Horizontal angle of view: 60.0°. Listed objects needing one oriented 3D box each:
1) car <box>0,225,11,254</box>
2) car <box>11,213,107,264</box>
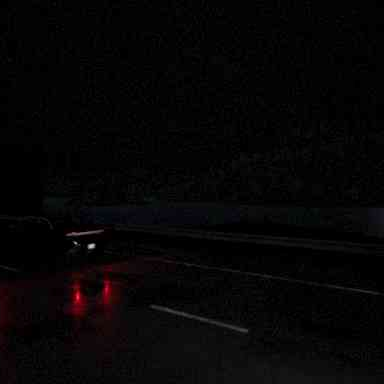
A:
[{"bbox_3d":[-7.420,1.516,9.283,4.902,1.511,2.128,0,0,35],"label":"car"},{"bbox_3d":[-5.166,1.515,11.973,4.902,1.511,2.128,0,0,35],"label":"car"}]
